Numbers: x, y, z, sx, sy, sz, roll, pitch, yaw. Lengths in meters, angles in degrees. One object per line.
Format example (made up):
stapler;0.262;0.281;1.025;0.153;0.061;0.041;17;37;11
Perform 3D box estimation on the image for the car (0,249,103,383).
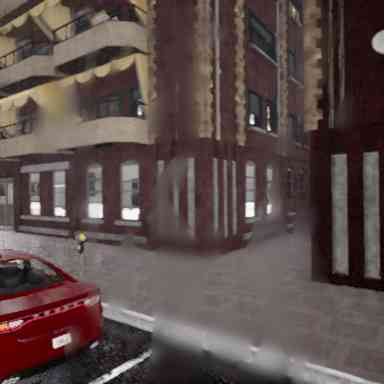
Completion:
car;-3.290;1.557;5.075;4.507;1.381;1.887;0;-1;35
